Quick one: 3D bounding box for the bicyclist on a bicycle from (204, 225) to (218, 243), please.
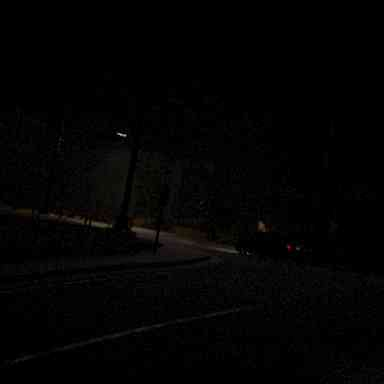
[{"bbox_3d":[1.918,4.025,31.996,1.656,1.620,0.582,13,-7,-34],"label":"bicyclist on a bicycle"}]

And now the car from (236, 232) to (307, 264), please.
[{"bbox_3d":[4.940,3.336,21.097,2.097,1.767,4.553,13,-8,-35],"label":"car"}]

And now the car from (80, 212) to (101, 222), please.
[{"bbox_3d":[-15.221,3.641,49.807,1.895,1.301,4.718,13,-8,-34],"label":"car"}]

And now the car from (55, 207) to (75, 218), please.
[{"bbox_3d":[-18.423,2.952,48.412,1.994,1.385,4.181,13,-8,-34],"label":"car"}]
